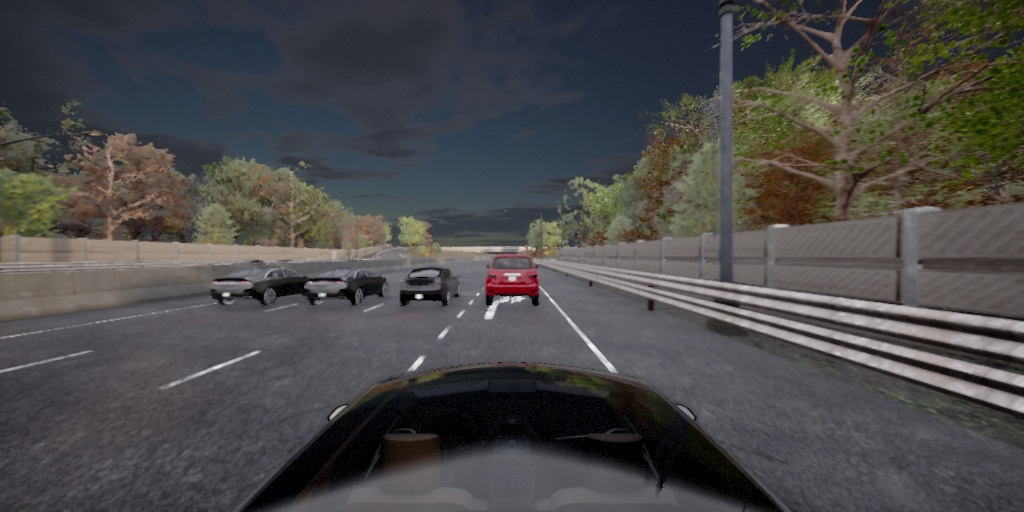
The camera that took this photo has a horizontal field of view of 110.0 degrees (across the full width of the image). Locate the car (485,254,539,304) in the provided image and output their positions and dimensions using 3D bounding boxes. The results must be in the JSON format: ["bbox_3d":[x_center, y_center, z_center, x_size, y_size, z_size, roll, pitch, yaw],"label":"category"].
[{"bbox_3d":[0.015,0.937,16.118,2.150,2.045,5.566,0,0,0],"label":"car"}]

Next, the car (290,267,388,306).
[{"bbox_3d":[-6.886,1.201,15.445,2.128,1.511,4.902,0,0,0],"label":"car"}]

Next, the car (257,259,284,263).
[{"bbox_3d":[-28.016,1.209,43.228,1.994,1.385,4.181,0,0,1],"label":"car"}]

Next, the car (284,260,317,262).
[{"bbox_3d":[-24.519,1.250,42.832,1.895,1.301,4.718,0,0,1],"label":"car"}]

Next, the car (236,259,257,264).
[{"bbox_3d":[-31.514,1.145,42.997,1.837,1.490,4.892,0,0,1],"label":"car"}]

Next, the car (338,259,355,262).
[{"bbox_3d":[-21.018,1.156,45.101,1.837,1.490,4.892,0,0,1],"label":"car"}]

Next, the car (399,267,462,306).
[{"bbox_3d":[-3.385,1.218,15.475,1.837,1.490,4.892,0,0,0],"label":"car"}]

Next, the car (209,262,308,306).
[{"bbox_3d":[-10.385,1.197,15.454,2.128,1.511,4.902,0,0,0],"label":"car"}]
